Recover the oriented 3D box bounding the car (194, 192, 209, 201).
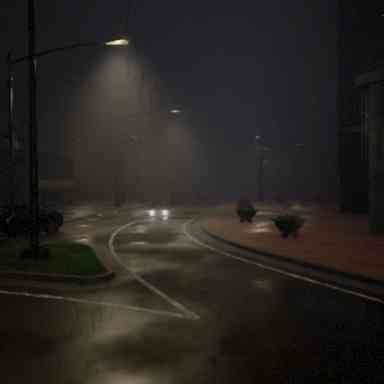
[{"bbox_3d":[1.645,0.823,57.258,1.837,1.490,4.892,1,0,-9],"label":"car"}]

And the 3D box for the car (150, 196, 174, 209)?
[{"bbox_3d":[-3.358,1.163,38.158,1.895,1.301,4.718,0,1,8],"label":"car"}]

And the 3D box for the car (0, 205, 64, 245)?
[{"bbox_3d":[-7.967,1.366,14.978,2.128,1.511,4.902,0,1,20],"label":"car"}]
